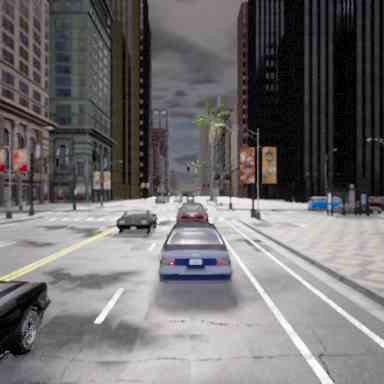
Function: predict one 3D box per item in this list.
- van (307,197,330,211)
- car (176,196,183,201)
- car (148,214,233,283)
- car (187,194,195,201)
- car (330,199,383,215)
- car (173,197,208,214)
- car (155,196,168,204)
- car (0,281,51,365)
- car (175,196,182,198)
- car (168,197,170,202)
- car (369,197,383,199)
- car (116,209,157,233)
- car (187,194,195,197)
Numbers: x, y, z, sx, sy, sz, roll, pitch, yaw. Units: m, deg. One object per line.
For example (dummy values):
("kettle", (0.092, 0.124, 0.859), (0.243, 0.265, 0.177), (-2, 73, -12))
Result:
("van", (16.900, 1.528, 42.424), (3.998, 1.788, 1.690), (0, 0, 0))
("car", (-3.624, 1.797, 94.616), (1.882, 1.535, 5.008), (0, 0, 0))
("car", (0.066, 1.597, 9.818), (2.033, 1.411, 5.357), (0, 0, 0))
("car", (-0.376, 1.564, 95.077), (2.150, 2.045, 5.566), (0, 0, 0))
("car", (16.938, 1.719, 33.899), (4.403, 1.369, 2.008), (0, 0, 0))
("car", (0.031, 1.467, 22.631), (2.097, 1.767, 4.553), (0, 0, 0))
("car", (-6.781, 1.721, 71.082), (2.097, 1.767, 4.553), (0, 0, 0))
("car", (-3.161, 1.618, 3.161), (1.895, 1.301, 4.718), (0, 0, 0))
("car", (-3.585, 1.952, 84.612), (1.812, 1.442, 4.674), (0, 0, 0))
("car", (-6.843, 1.936, 86.647), (1.837, 1.490, 4.892), (0, 0, 0))
("car", (22.577, 1.497, 42.449), (5.009, 1.841, 2.192), (0, 0, 0))
("car", (-3.230, 1.705, 20.440), (1.895, 1.301, 4.718), (0, 0, 0))
("car", (-0.335, 1.967, 84.625), (2.033, 1.411, 5.357), (0, 0, 0))
